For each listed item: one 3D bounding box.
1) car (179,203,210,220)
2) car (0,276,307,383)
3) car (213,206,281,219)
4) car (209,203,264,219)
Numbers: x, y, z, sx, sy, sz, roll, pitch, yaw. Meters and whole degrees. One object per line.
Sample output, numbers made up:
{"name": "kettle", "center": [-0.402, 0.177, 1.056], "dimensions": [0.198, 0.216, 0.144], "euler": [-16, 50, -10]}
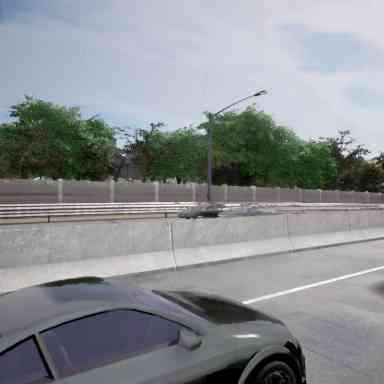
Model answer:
{"name": "car", "center": [1.223, 1.615, 26.309], "dimensions": [4.892, 1.490, 1.837], "euler": [1, -1, -35]}
{"name": "car", "center": [-0.842, 1.565, 3.152], "dimensions": [4.181, 1.385, 1.994], "euler": [0, 0, -35]}
{"name": "car", "center": [3.807, 1.691, 19.558], "dimensions": [4.718, 1.301, 1.895], "euler": [1, 0, -35]}
{"name": "car", "center": [3.981, 1.615, 23.973], "dimensions": [4.902, 1.511, 2.128], "euler": [1, -1, -35]}
